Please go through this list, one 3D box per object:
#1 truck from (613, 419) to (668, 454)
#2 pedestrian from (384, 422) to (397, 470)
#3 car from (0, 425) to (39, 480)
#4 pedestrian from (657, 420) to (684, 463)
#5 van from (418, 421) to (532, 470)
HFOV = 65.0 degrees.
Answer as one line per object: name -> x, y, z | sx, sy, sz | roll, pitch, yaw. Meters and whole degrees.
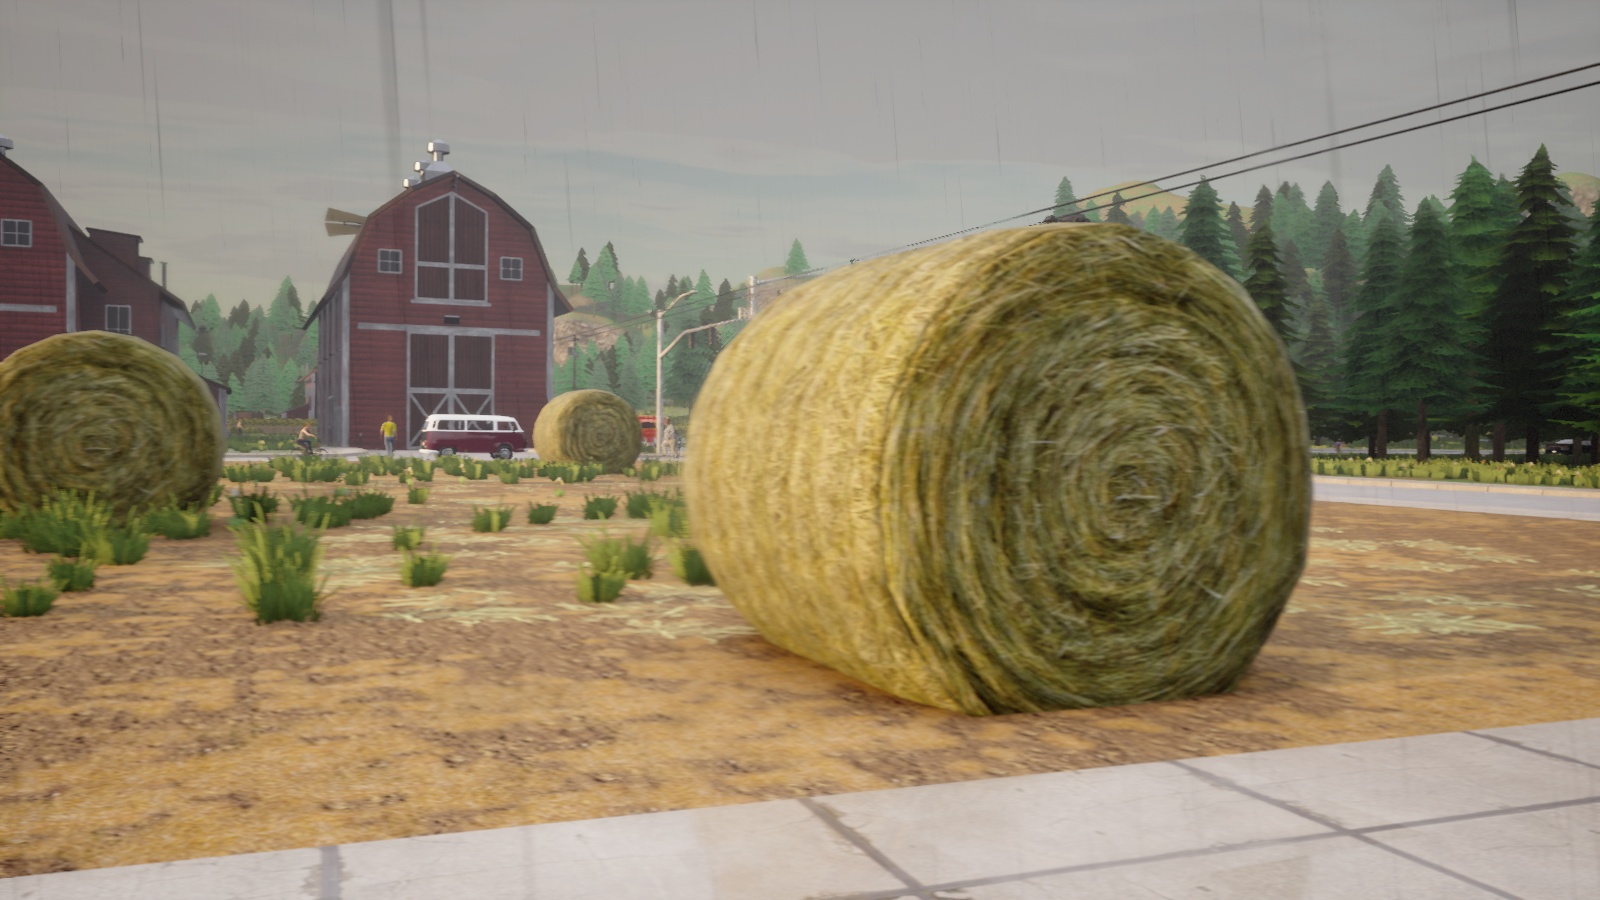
truck -> -11.746, -1.031, 92.438 | 2.627, 2.467, 5.204 | -1, 1, -24
pedestrian -> -15.958, -0.156, 48.957 | 0.354, 1.836, 0.706 | -1, 1, -11
car -> -31.827, 0.103, 46.945 | 5.566, 2.045, 2.150 | -1, 1, -25
pedestrian -> -5.732, -0.373, 55.512 | 0.900, 1.855, 0.874 | -1, 1, -32
van -> -14.241, -0.215, 55.006 | 4.480, 2.038, 2.069 | -1, 1, -25
